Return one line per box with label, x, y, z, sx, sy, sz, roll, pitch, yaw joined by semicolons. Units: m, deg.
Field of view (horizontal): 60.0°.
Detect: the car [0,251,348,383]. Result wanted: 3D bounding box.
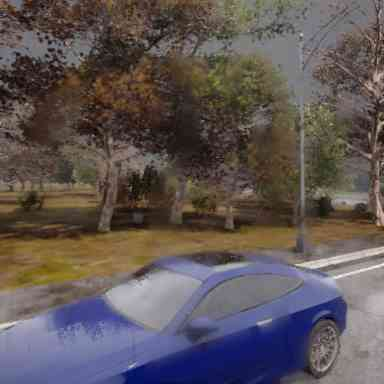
car;0.039;1.526;4.011;4.674;1.442;1.812;0;0;-35
